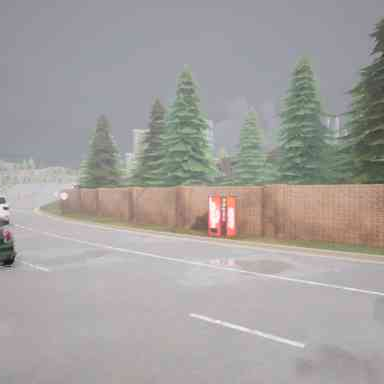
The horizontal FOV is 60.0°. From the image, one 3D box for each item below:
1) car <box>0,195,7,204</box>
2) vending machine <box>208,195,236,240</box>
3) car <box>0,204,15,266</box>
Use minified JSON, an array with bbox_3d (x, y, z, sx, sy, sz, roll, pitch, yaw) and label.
[{"bbox_3d":[-14.102,1.221,22.875,2.150,2.045,5.566,0,0,-38],"label":"car"},{"bbox_3d":[1.475,1.195,16.327,0.880,2.100,1.100,0,0,42],"label":"vending machine"},{"bbox_3d":[-7.412,1.352,10.492,4.553,1.767,2.097,0,0,42],"label":"car"}]
